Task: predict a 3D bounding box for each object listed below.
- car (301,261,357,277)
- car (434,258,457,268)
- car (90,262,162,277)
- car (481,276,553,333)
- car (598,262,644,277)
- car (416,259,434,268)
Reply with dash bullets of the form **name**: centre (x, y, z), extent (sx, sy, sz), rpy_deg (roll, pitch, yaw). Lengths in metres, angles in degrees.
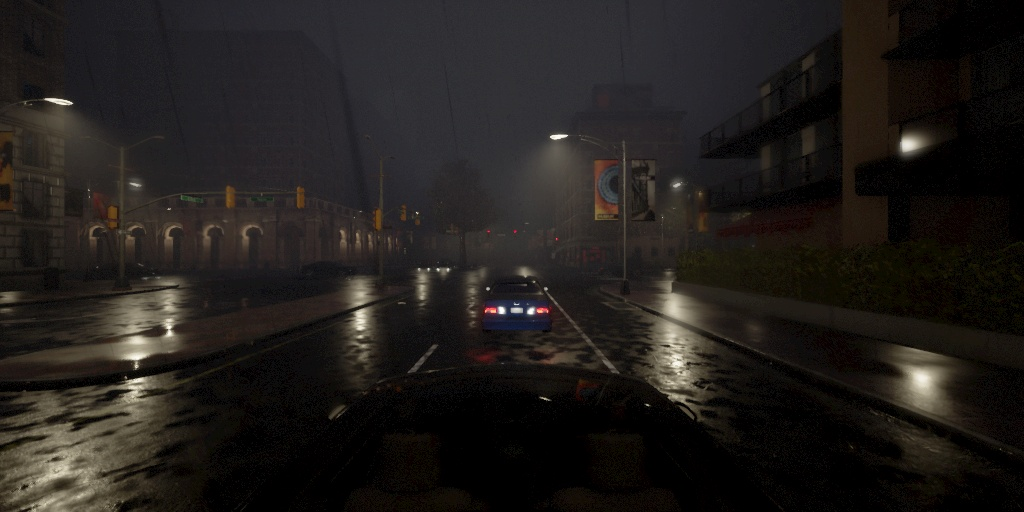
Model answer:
- **car**: centre (-17.532, 1.227, 34.497), extent (5.008, 1.535, 1.882), rpy_deg (0, 0, 0)
- **car**: centre (-11.062, 1.102, 59.697), extent (2.097, 1.767, 4.553), rpy_deg (0, 0, 1)
- **car**: centre (-37.191, 1.296, 34.567), extent (5.357, 1.411, 2.033), rpy_deg (0, 0, 0)
- **car**: centre (0.144, 1.297, 10.749), extent (2.033, 1.411, 5.357), rpy_deg (0, 0, 1)
- **car**: centre (10.375, 1.314, 34.398), extent (4.181, 1.385, 1.994), rpy_deg (0, 0, 0)
- **car**: centre (-14.529, 1.228, 61.766), extent (1.882, 1.535, 5.008), rpy_deg (0, 0, 1)
